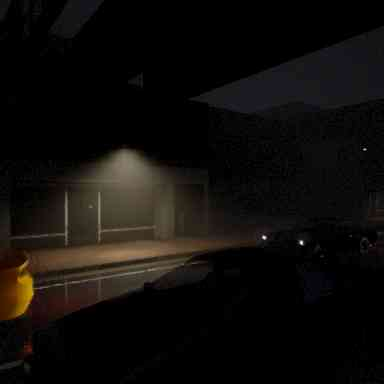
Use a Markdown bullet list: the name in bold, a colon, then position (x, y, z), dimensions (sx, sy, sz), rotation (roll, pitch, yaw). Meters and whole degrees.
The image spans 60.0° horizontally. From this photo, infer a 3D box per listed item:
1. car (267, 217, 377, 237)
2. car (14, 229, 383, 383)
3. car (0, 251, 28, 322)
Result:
- **car**: position (4.555, 1.601, 11.806), dimensions (4.718, 1.301, 1.895), rotation (0, 0, -37)
- **car**: position (0.752, 1.547, 4.580), dimensions (5.357, 1.411, 2.033), rotation (0, 0, -37)
- **car**: position (-4.989, 1.478, 4.649), dimensions (5.008, 1.535, 1.882), rotation (0, 0, -37)
